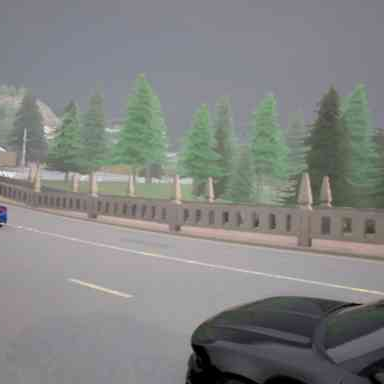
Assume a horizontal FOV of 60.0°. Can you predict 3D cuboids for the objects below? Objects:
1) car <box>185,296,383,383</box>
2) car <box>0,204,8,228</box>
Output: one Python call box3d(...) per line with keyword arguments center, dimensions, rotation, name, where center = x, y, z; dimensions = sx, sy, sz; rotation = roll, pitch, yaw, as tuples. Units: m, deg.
box3d(center=(2.244, 1.484, 2.393), dimensions=(5.008, 1.535, 1.882), rotation=(0, 0, 35), name="car")
box3d(center=(-10.788, 0.836, 15.979), dimensions=(5.008, 1.535, 1.882), rotation=(5, 3, 35), name="car")
